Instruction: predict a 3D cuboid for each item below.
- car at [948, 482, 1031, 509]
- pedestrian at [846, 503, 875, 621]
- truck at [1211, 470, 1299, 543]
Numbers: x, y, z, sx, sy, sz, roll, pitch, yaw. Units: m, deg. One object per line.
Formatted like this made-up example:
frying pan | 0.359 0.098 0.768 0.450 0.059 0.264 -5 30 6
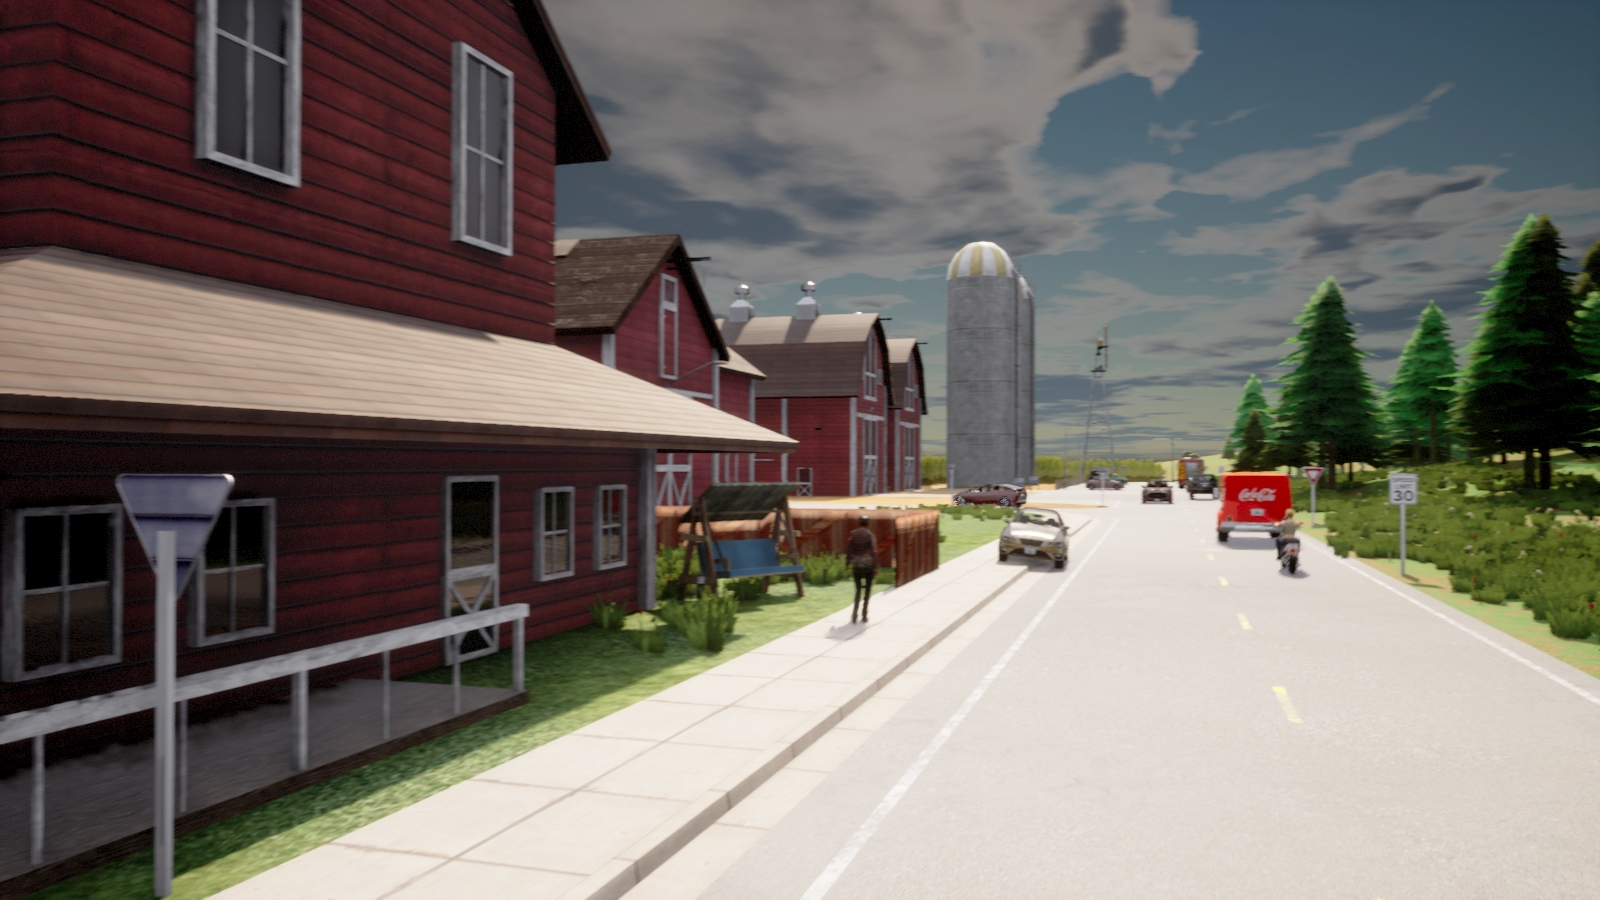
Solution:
car | 11.394 2.684 68.710 4.514 1.525 2.007 -1 -1 35
pedestrian | 0.988 1.802 18.505 0.375 1.860 0.375 0 -1 20
truck | 16.590 1.987 41.924 2.627 2.467 5.204 0 -1 18
